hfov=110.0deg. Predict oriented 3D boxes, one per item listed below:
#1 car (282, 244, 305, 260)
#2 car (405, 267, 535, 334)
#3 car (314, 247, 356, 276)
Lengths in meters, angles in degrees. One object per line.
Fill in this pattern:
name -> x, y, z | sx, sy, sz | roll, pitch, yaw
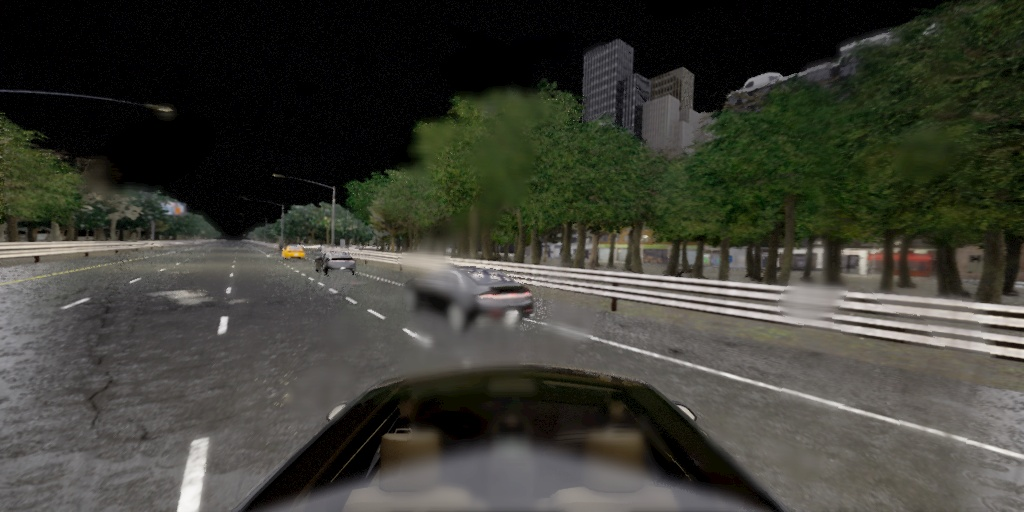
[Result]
car -> -25.542, -0.385, 41.894 | 1.882, 1.535, 5.008 | 1, 1, -37
car -> -1.411, 1.045, 10.068 | 2.128, 1.511, 4.902 | 1, 1, -37
car -> -11.670, 0.443, 23.597 | 2.128, 1.511, 4.902 | 1, 1, -37
